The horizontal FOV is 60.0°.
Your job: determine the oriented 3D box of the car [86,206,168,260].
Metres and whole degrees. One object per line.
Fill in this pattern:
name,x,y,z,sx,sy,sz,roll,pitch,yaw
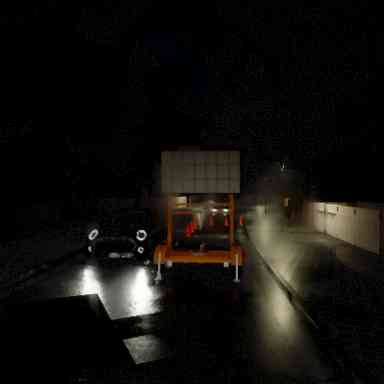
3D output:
car,-2.224,1.371,12.505,2.097,1.767,4.553,0,0,5

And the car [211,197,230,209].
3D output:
car,4.138,1.468,47.962,2.097,1.767,4.553,0,0,13

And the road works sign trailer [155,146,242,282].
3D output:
road works sign trailer,0.265,0.476,9.866,2.380,3.560,2.880,0,0,5
